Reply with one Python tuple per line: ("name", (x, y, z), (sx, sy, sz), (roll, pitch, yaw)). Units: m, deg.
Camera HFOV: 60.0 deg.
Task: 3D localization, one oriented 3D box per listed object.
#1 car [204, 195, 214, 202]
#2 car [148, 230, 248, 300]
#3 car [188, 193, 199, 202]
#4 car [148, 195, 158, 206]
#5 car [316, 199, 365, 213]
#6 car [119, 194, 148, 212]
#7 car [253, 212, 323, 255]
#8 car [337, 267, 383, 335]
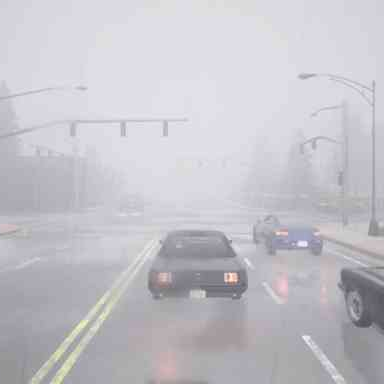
("car", (3.810, 1.355, 75.038), (2.097, 1.767, 4.553), (0, 0, 0))
("car", (0.097, 1.601, 8.361), (1.895, 1.301, 4.718), (0, 0, 0))
("car", (0.306, 1.225, 74.932), (2.150, 2.045, 5.566), (0, 0, 0))
("car", (-6.856, 1.351, 55.506), (2.097, 1.767, 4.553), (0, 0, 0))
("car", (16.069, 1.478, 36.137), (5.008, 1.535, 1.882), (0, 0, 0))
("car", (-6.941, 1.220, 38.834), (2.150, 2.045, 5.566), (0, 0, 0))
("car", (3.633, 1.526, 13.153), (1.812, 1.442, 4.674), (0, 0, 0))
("car", (3.612, 1.601, 4.050), (1.895, 1.301, 4.718), (0, 0, 0))
